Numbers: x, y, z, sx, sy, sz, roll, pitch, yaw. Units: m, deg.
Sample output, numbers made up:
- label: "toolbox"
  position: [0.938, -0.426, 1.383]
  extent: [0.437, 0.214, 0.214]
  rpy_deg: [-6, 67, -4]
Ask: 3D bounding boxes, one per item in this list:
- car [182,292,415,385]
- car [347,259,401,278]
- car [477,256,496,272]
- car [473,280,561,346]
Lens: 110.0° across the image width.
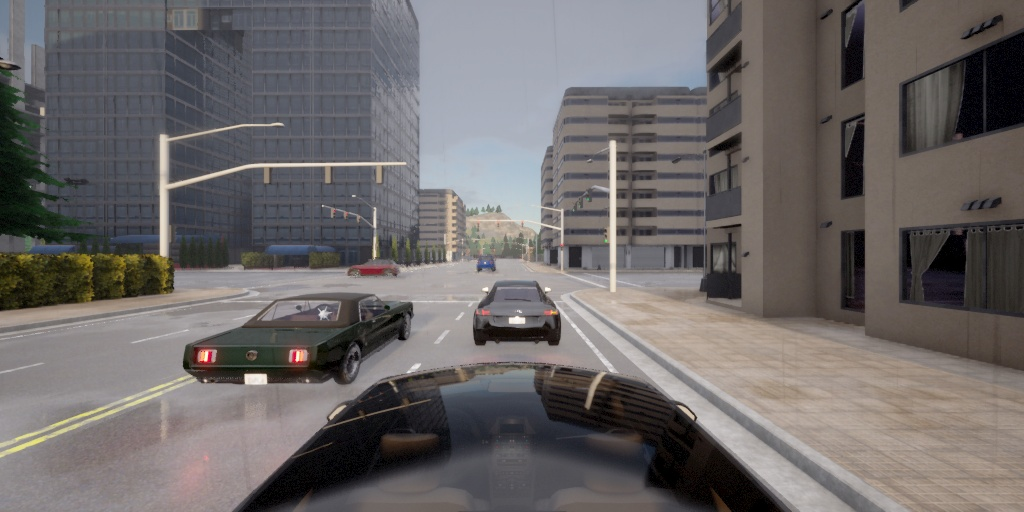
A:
- label: "car"
  position: [-3.386, 1.351, 6.984]
  extent: [1.895, 1.301, 4.718]
  rpy_deg: [0, 0, 0]
- label: "car"
  position: [-12.845, 1.102, 33.444]
  extent: [4.553, 1.767, 2.097]
  rpy_deg: [0, 0, 0]
- label: "car"
  position: [-3.247, 0.971, 46.227]
  extent: [2.150, 2.045, 5.566]
  rpy_deg: [0, 0, 0]
- label: "car"
  position: [0.123, 1.314, 9.464]
  extent: [1.994, 1.385, 4.181]
  rpy_deg: [0, 0, 0]
